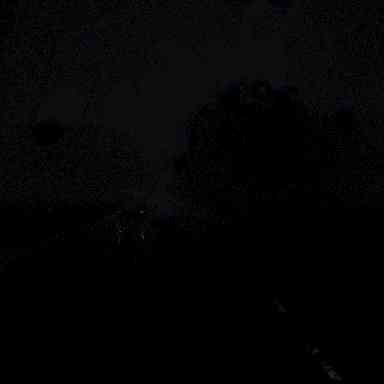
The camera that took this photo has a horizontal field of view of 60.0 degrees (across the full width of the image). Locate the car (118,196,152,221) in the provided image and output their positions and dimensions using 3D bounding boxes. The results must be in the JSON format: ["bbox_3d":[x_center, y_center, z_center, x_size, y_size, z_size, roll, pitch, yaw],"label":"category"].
[{"bbox_3d":[-4.369,1.308,25.334,1.882,1.535,5.008,0,0,-3],"label":"car"}]

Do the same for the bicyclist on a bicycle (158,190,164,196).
[{"bbox_3d":[-8.331,0.333,93.249,0.866,1.612,1.509,0,1,-11],"label":"bicyclist on a bicycle"}]

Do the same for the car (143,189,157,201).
[{"bbox_3d":[-8.018,0.609,64.446,2.150,2.045,5.566,0,1,-7],"label":"car"}]
